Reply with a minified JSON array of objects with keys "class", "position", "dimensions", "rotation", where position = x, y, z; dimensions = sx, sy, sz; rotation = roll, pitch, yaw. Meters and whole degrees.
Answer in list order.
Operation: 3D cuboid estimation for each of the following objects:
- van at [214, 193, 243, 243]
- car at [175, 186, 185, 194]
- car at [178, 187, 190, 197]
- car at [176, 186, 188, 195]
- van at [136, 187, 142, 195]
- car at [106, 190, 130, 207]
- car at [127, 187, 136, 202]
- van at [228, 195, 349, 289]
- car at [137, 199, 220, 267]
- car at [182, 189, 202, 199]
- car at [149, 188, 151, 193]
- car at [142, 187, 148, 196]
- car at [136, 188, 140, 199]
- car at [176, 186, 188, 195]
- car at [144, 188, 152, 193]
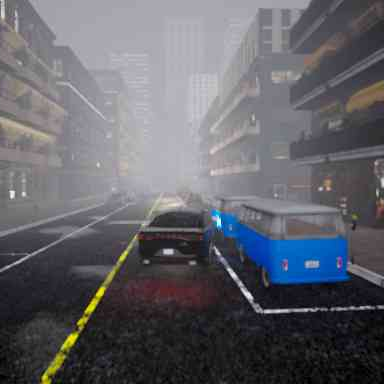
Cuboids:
[{"class":"van","position":[1.785,0.984,13.841],"dimensions":[1.690,1.788,3.998],"rotation":[-1,1,-4]},{"class":"car","position":[-2.984,-0.607,80.878],"dimensions":[2.192,1.841,5.009],"rotation":[-1,1,-4]},{"class":"car","position":[-0.607,0.381,47.534],"dimensions":[1.752,1.417,4.829],"rotation":[-1,1,-4]},{"class":"car","position":[-1.395,-0.086,58.532],"dimensions":[2.192,1.841,5.009],"rotation":[-1,1,-4]},{"class":"van","position":[-9.325,0.171,52.385],"dimensions":[1.690,1.788,3.998],"rotation":[-1,1,-4]},{"class":"car","position":[-8.127,0.803,35.632],"dimensions":[1.802,1.307,4.206],"rotation":[-1,1,-4]},{"class":"car","position":[-8.527,0.531,41.214],"dimensions":[1.967,1.590,4.097],"rotation":[-1,1,-4]},{"class":"van","position":[2.182,1.115,8.254],"dimensions":[1.690,1.788,3.998],"rotation":[-1,1,-4]},{"class":"car","position":[-0.258,1.222,10.522],"dimensions":[1.882,1.535,5.008],"rotation":[0,2,8]},{"class":"car","position":[0.201,0.702,36.193],"dimensions":[1.802,1.307,4.206],"rotation":[-1,1,-4]},{"class":"car","position":[-11.736,-0.368,85.907],"dimensions":[1.802,1.307,4.206],"rotation":[-1,1,-4]},{"class":"car","position":[-10.143,-0.115,63.555],"dimensions":[2.192,1.841,5.009],"rotation":[-1,1,-4]},{"class":"car","position":[-8.922,0.511,46.803],"dimensions":[2.008,1.369,4.403],"rotation":[-1,1,-4]},{"class":"car","position":[-2.190,-0.346,69.705],"dimensions":[2.192,1.841,5.009],"rotation":[-1,1,-4]},{"class":"car","position":[-12.134,-0.498,91.493],"dimensions":[1.802,1.307,4.206],"rotation":[-1,1,-4]}]
